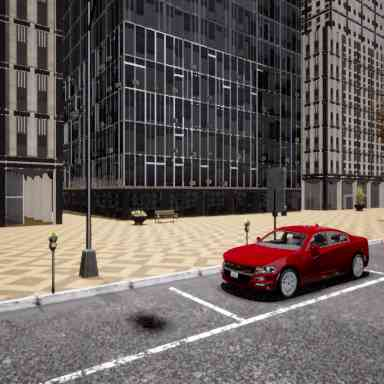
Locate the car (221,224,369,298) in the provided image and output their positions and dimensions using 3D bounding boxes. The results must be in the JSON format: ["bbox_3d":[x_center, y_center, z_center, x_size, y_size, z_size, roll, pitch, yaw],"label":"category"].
[{"bbox_3d":[2.747,1.546,8.502,4.507,1.381,1.887,0,0,-35],"label":"car"}]
